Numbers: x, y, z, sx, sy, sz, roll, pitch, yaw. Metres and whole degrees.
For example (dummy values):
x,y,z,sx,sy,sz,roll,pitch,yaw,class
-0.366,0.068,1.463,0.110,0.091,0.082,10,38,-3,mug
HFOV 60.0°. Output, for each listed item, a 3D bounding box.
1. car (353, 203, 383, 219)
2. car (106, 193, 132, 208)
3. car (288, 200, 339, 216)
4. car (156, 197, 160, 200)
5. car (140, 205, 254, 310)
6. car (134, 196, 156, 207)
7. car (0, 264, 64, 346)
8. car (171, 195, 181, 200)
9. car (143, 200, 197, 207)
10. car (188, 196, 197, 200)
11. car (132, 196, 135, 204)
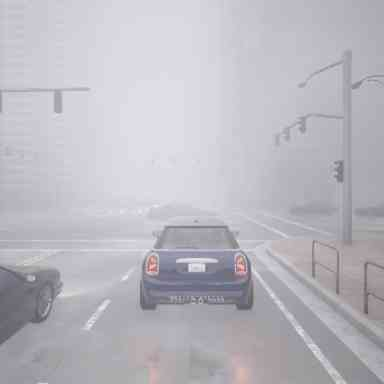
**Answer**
x,y,z,sx,sy,sz,roll,pitch,yaw,class
16.500,1.601,28.615,4.718,1.301,1.895,0,0,1,car
-10.522,1.352,48.122,2.097,1.767,4.553,0,0,0,car
11.705,1.526,32.157,4.674,1.442,1.812,0,0,1,car
-6.976,1.601,60.345,1.895,1.301,4.718,0,0,0,car
0.092,1.352,7.980,2.097,1.767,4.553,0,0,0,car
-7.017,1.564,50.385,1.994,1.385,4.181,0,0,0,car
-3.414,1.547,4.121,2.033,1.411,5.357,0,0,-1,car
-3.359,1.478,71.255,1.882,1.535,5.008,0,0,0,car
-0.702,1.547,25.051,5.357,1.411,2.033,0,0,0,car
0.117,1.553,72.611,1.994,1.385,4.181,0,0,0,car
-10.485,1.505,58.067,1.837,1.490,4.892,0,0,0,car
